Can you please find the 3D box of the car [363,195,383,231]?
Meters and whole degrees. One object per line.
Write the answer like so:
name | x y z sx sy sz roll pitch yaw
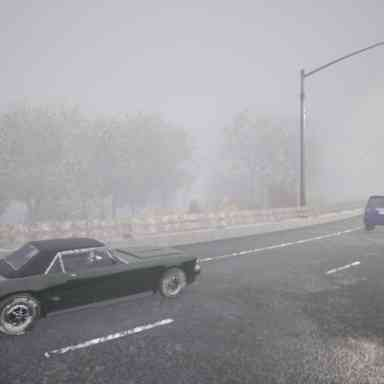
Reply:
car | 11.776 1.161 19.311 2.150 2.045 5.566 0 0 44

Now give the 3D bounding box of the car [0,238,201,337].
car | -2.139 1.594 6.681 4.718 1.301 1.895 0 0 -37
